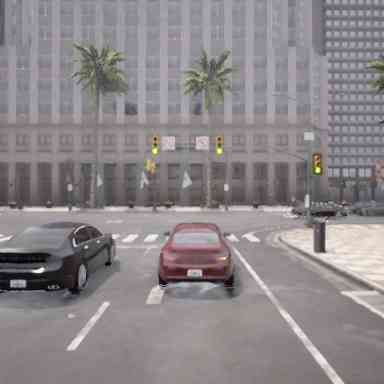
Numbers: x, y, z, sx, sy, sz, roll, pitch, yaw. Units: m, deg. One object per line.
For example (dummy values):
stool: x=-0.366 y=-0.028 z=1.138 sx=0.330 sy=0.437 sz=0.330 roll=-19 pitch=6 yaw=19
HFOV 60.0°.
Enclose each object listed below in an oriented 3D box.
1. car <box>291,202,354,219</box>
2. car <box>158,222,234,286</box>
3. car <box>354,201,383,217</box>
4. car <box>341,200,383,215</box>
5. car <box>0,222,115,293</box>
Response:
car: x=11.606 y=1.687 z=30.445 sx=4.902 sy=1.511 sz=2.128 roll=0 pitch=0 yaw=0
car: x=0.141 y=1.587 z=9.476 sx=1.812 sy=1.442 sz=4.674 roll=0 pitch=0 yaw=2
car: x=19.060 y=1.783 z=34.131 sx=4.181 sy=1.385 sz=1.994 roll=0 pitch=0 yaw=0
car: x=19.783 y=1.732 z=37.631 sx=4.902 sy=1.511 sz=2.128 roll=0 pitch=0 yaw=0
car: x=-3.430 y=1.565 z=9.013 sx=1.837 sy=1.490 sz=4.892 roll=0 pitch=0 yaw=0
